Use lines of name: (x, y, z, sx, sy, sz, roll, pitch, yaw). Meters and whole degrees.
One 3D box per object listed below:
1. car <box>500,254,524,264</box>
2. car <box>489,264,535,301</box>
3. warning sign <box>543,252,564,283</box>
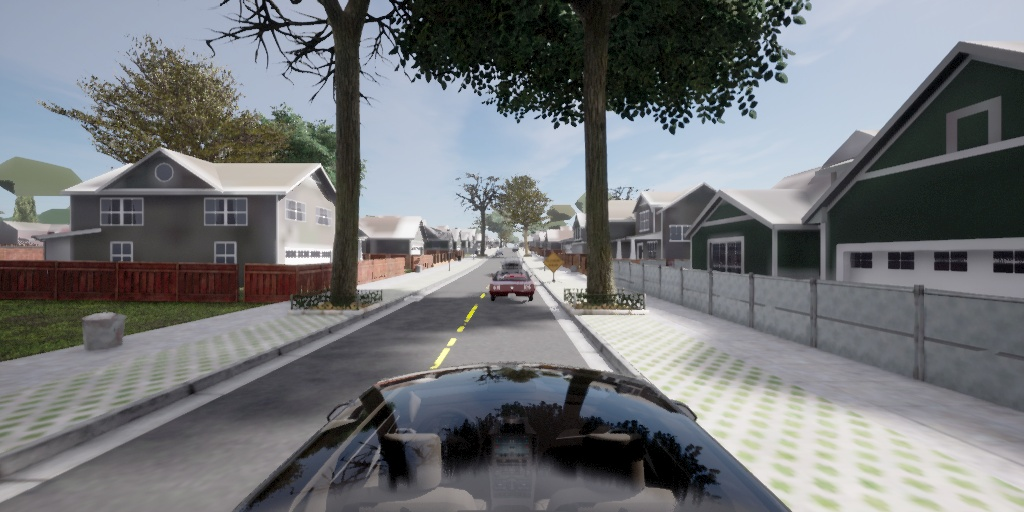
car: (0.001, 0.891, 31.486, 1.837, 1.490, 4.892, 0, 1, 0)
car: (0.000, 1.255, 16.522, 1.895, 1.301, 4.718, 0, 1, 0)
warning sign: (2.518, 0.676, 21.587, 1.300, 1.860, 1.060, 0, 0, 0)
